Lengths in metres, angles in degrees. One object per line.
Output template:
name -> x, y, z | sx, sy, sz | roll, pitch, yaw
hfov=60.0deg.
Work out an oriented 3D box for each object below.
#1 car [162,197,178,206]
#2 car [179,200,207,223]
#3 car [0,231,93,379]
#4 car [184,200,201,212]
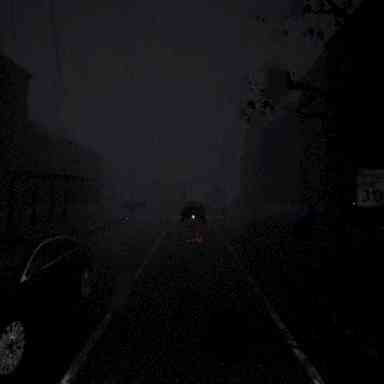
car -> -3.010, 1.473, 46.845 | 1.837, 1.490, 4.892 | 0, 0, 0
car -> 0.095, 1.514, 25.718 | 1.837, 1.490, 4.892 | 0, -1, 0
car -> -3.102, 1.491, 5.543 | 2.128, 1.511, 4.902 | 0, 0, 0
car -> 0.091, 1.769, 42.700 | 2.033, 1.411, 5.357 | 0, -1, 0
